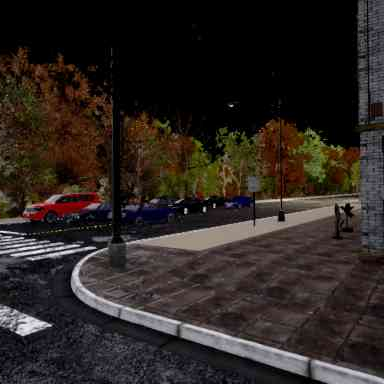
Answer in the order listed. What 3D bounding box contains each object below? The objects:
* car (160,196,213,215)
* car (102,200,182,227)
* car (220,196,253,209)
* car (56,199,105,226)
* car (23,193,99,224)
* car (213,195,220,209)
[{"bbox_3d":[-0.389,1.261,30.490,1.837,1.490,4.892,-1,0,36],"label":"car"},{"bbox_3d":[-3.003,1.404,21.108,1.895,1.301,4.718,-1,0,36],"label":"car"},{"bbox_3d":[5.479,1.180,38.464,1.812,1.442,4.674,-1,0,36],"label":"car"},{"bbox_3d":[-6.105,1.402,22.711,2.033,1.411,5.357,-1,0,36],"label":"car"},{"bbox_3d":[-9.146,1.127,24.066,2.150,2.045,5.566,-1,0,36],"label":"car"},{"bbox_3d":[2.746,1.205,40.226,1.837,1.490,4.892,-1,0,37],"label":"car"}]
